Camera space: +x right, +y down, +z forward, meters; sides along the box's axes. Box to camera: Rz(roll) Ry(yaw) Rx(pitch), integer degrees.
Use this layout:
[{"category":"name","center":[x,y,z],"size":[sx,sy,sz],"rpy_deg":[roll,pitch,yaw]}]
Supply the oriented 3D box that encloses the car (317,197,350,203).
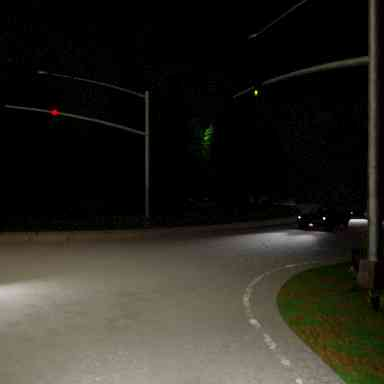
[{"category":"car","center":[16.522,1.478,39.048],"size":[1.837,1.490,4.892],"rpy_deg":[0,0,8]}]

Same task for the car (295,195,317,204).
[{"category":"car","center":[19.488,1.325,56.404],"size":[2.097,1.767,4.553],"rpy_deg":[0,0,-16]}]

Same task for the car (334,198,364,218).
[{"category":"car","center":[13.811,1.537,29.127],"size":[1.994,1.385,4.181],"rpy_deg":[0,0,22]}]

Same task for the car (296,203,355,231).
[{"category":"car","center":[8.311,1.574,20.792],"size":[1.895,1.301,4.718],"rpy_deg":[0,0,42]}]
